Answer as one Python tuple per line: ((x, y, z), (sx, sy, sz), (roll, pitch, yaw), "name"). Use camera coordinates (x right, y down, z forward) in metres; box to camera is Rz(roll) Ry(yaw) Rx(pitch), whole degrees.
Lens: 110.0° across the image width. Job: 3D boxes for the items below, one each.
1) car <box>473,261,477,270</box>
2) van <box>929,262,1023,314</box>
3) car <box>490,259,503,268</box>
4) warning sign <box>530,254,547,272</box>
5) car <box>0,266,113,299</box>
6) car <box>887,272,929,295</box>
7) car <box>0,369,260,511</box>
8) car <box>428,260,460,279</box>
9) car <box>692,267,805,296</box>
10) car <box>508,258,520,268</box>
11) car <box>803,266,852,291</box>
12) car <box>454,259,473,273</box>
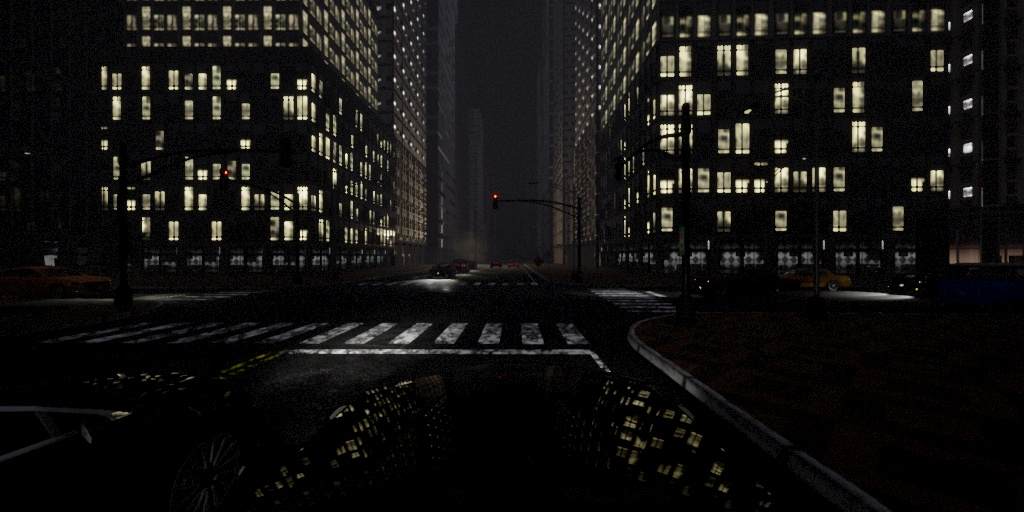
((-6.342, 1.372, 53.881), (2.033, 1.411, 5.357), (0, 0, 0), "car")
((18.412, 1.118, 13.141), (3.998, 1.789, 1.690), (0, 0, 2), "van")
((-2.847, 1.362, 63.817), (1.837, 1.490, 4.892), (0, 0, 0), "car")
((3.042, 0.908, 41.376), (1.300, 1.860, 1.060), (0, 0, 0), "warning sign")
((-22.310, 1.235, 17.221), (5.008, 1.535, 1.882), (0, 0, 0), "car")
((22.213, 1.337, 18.506), (4.181, 1.385, 1.994), (0, 0, 3), "car")
((-3.155, 1.241, 1.188), (2.128, 1.511, 4.902), (0, 0, 0), "car")
((-6.446, 1.342, 33.388), (1.994, 1.385, 4.181), (0, 0, 0), "car")
((12.190, 1.368, 18.928), (4.718, 1.301, 1.895), (0, 0, 2), "car")
((0.306, 1.461, 64.434), (1.895, 1.301, 4.718), (0, 0, 0), "car")
((17.181, 1.292, 21.319), (4.829, 1.417, 1.751), (0, 0, 2), "car")
((-6.397, 1.149, 43.384), (2.097, 1.767, 4.553), (0, 0, 0), "car")
